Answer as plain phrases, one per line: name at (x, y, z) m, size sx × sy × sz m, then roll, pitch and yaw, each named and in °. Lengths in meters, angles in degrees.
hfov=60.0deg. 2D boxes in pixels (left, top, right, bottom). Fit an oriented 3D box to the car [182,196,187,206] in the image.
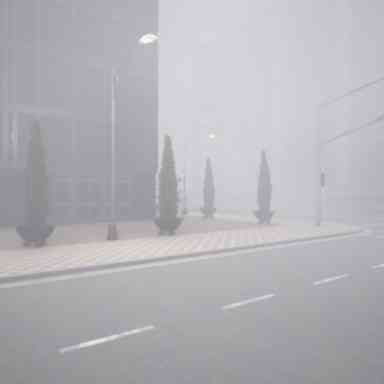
car at (-3.074, 1.326, 58.443) m, size 2.150 × 2.045 × 5.566 m, roll 0°, pitch 0°, yaw -35°
